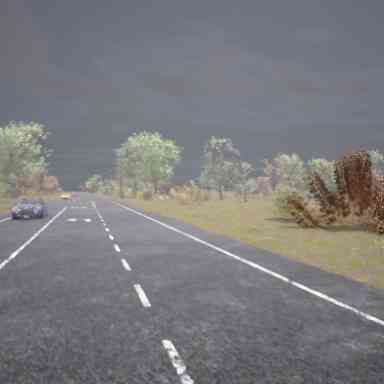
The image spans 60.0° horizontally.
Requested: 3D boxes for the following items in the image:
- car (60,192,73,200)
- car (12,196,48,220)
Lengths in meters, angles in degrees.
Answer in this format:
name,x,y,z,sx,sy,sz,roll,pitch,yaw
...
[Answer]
name,x,y,z,sx,sy,sz,roll,pitch,yaw
car,-28.053,1.043,73.801,1.882,1.535,5.008,-1,1,-18
car,-12.835,1.213,26.518,2.097,1.767,4.553,-1,1,-18
